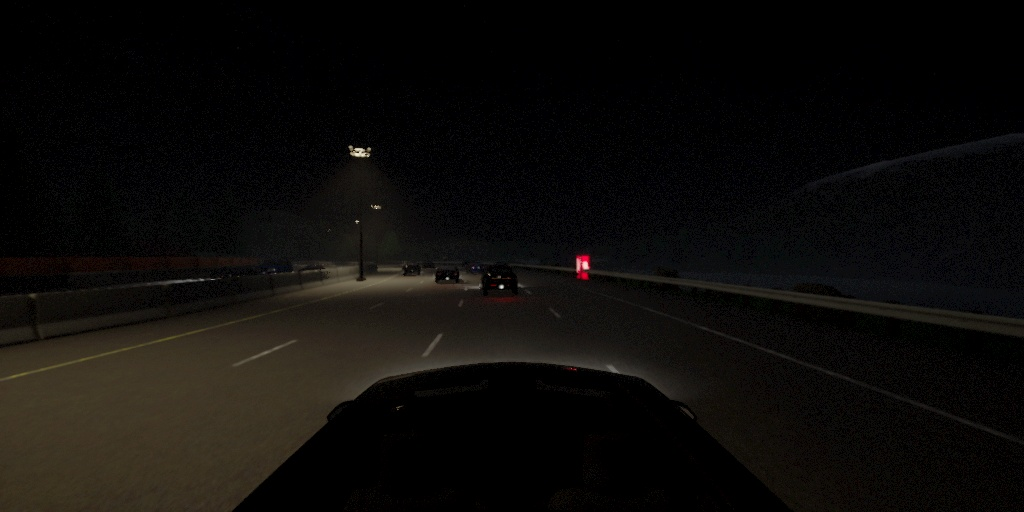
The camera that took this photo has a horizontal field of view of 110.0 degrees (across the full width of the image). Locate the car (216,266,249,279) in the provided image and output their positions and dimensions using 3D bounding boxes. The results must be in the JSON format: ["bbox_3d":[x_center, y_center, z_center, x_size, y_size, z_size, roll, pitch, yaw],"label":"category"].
[{"bbox_3d":[-28.959,1.750,38.223,1.994,1.385,4.181,-1,0,-13],"label":"car"}]

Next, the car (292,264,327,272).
[{"bbox_3d":[-22.181,1.647,40.087,2.033,1.411,5.357,-1,0,-13],"label":"car"}]

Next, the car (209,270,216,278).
[{"bbox_3d":[-33.643,1.855,42.401,1.895,1.301,4.718,-1,0,-15],"label":"car"}]

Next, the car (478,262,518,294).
[{"bbox_3d":[-0.801,1.293,20.485,1.837,1.490,4.892,0,0,-6],"label":"car"}]

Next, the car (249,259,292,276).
[{"bbox_3d":[-25.439,1.360,38.529,2.150,2.045,5.566,-1,0,-13],"label":"car"}]

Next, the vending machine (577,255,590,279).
[{"bbox_3d":[6.238,0.906,31.341,1.100,2.100,0.880,0,0,-9],"label":"vending machine"}]

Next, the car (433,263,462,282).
[{"bbox_3d":[-5.444,1.464,30.268,1.895,1.301,4.718,-1,0,-10],"label":"car"}]

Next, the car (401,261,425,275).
[{"bbox_3d":[-11.939,1.459,43.078,2.128,1.511,4.902,-1,0,-15],"label":"car"}]

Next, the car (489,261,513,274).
[{"bbox_3d":[-1.402,1.393,44.026,1.994,1.385,4.181,-1,0,-14],"label":"car"}]

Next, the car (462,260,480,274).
[{"bbox_3d":[-4.613,1.420,44.271,2.033,1.411,5.357,-1,0,-16],"label":"car"}]
